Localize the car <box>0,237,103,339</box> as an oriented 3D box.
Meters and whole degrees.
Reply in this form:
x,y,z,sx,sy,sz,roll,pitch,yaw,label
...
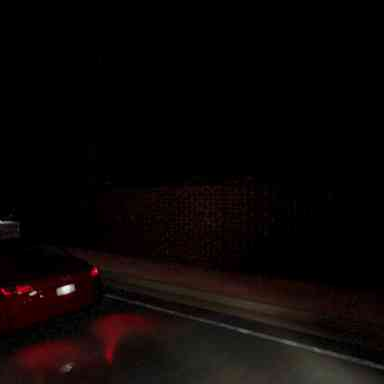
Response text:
x,y,z,sx,sy,sz,roll,pitch,yaw,label
-3.755,1.614,6.688,4.181,1.385,1.994,-1,0,35,car

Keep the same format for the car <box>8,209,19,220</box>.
x,y,z,sx,sy,sz,roll,pitch,yaw,label
-13.542,1.675,29.208,1.812,1.442,4.674,-1,0,35,car
